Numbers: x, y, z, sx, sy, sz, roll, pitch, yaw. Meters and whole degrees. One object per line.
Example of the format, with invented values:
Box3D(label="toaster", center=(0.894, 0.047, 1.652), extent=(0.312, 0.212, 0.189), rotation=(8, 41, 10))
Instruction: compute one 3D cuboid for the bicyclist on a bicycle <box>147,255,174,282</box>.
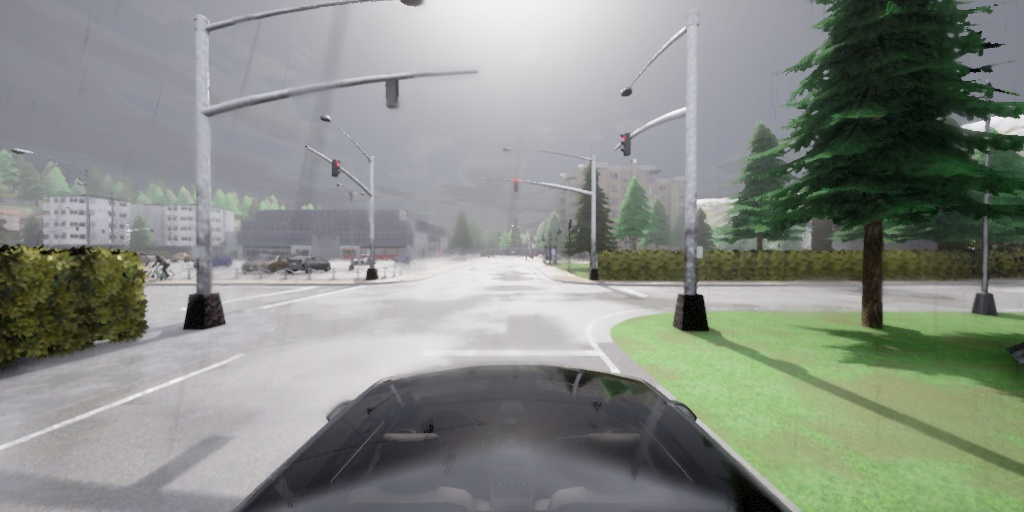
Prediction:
Box3D(label="bicyclist on a bicycle", center=(-21.761, 0.790, 22.204), extent=(0.582, 1.620, 1.656), rotation=(0, 1, 1))
